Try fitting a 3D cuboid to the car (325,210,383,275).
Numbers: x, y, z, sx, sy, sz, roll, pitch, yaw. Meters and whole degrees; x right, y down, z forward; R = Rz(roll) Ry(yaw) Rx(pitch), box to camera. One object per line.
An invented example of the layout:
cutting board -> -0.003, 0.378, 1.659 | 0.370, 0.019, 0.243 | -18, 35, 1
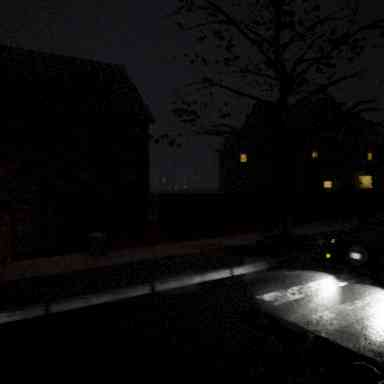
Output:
car -> 5.298, 1.130, 8.297 | 4.181, 1.385, 1.994 | -3, 2, -30
